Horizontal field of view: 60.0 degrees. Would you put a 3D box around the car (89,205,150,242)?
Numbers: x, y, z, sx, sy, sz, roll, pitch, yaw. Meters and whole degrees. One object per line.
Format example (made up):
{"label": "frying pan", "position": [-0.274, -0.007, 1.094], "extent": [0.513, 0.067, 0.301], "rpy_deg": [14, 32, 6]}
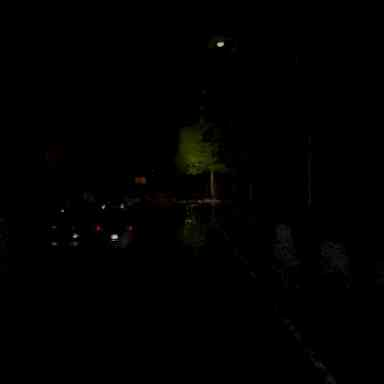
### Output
{"label": "car", "position": [-3.142, 1.511, 15.756], "extent": [1.895, 1.301, 4.718], "rpy_deg": [0, 0, 0]}

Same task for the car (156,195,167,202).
{"label": "car", "position": [-6.468, 1.303, 70.418], "extent": [1.895, 1.301, 4.718], "rpy_deg": [0, 0, 0]}

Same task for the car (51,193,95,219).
{"label": "car", "position": [-9.837, 1.071, 28.046], "extent": [2.150, 2.045, 5.566], "rpy_deg": [0, 0, 0]}

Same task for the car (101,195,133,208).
{"label": "car", "position": [-6.583, 1.194, 29.608], "extent": [2.097, 1.767, 4.553], "rpy_deg": [0, 0, 0]}

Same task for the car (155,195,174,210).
{"label": "car", "position": [-3.133, 1.356, 38.497], "extent": [2.033, 1.411, 5.357], "rpy_deg": [0, 0, 0]}

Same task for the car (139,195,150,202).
{"label": "car", "position": [-9.719, 1.275, 68.640], "extent": [2.033, 1.411, 5.357], "rpy_deg": [0, 0, 0]}
